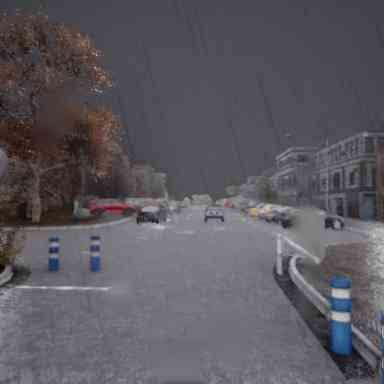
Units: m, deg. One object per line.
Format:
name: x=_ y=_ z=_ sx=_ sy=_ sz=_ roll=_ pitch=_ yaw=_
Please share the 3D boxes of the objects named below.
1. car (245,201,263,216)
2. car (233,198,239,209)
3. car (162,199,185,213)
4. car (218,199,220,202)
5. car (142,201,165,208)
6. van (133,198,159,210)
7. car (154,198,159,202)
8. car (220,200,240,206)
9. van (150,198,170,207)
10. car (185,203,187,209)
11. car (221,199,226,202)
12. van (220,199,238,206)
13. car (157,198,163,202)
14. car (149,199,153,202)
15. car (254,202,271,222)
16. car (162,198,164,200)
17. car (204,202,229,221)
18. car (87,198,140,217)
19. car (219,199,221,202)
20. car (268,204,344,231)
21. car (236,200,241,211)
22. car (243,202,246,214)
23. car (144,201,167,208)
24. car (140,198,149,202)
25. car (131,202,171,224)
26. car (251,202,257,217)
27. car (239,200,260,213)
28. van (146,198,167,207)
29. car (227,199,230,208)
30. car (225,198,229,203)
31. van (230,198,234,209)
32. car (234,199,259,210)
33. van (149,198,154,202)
car: x=8.679 y=2.009 z=34.624 sx=5.366 sy=1.575 sz=1.946 roll=1 pitch=-1 yaw=-18
car: x=9.020 y=2.125 z=49.229 sx=4.553 sy=1.767 sz=2.185 roll=1 pitch=-1 yaw=-18
car: x=-2.591 y=2.172 z=46.926 sx=2.128 sy=1.511 sz=4.902 roll=0 pitch=-1 yaw=2
car: x=10.414 y=2.994 z=87.382 sx=5.366 sy=1.575 sz=1.946 roll=1 pitch=-2 yaw=-18
car: x=-8.143 y=2.606 z=70.416 sx=4.674 sy=1.452 sz=2.002 roll=0 pitch=-1 yaw=-18
van: x=-8.543 y=2.171 z=61.554 sx=4.442 sy=1.987 sz=1.878 roll=0 pitch=-1 yaw=-18
car: x=-8.616 y=2.291 z=55.704 sx=4.892 sy=1.521 sz=2.231 roll=0 pitch=-1 yaw=-18
car: x=10.358 y=3.086 z=90.267 sx=4.792 sy=1.488 sz=2.163 roll=1 pitch=-2 yaw=-18
van: x=-7.743 y=2.522 z=79.286 sx=4.442 sy=1.987 sz=1.878 roll=0 pitch=-2 yaw=-18
car: x=-1.978 y=2.536 z=63.566 sx=1.994 sy=1.385 sz=4.181 roll=0 pitch=-1 yaw=2
car: x=9.691 y=2.374 z=69.758 sx=5.566 sy=2.045 sz=2.435 roll=1 pitch=-1 yaw=-18
van: x=10.317 y=2.890 z=93.152 sx=4.442 sy=1.987 sz=1.878 roll=1 pitch=-1 yaw=-18
car: x=-8.352 y=2.339 z=58.706 sx=5.366 sy=1.575 sz=1.946 roll=0 pitch=-1 yaw=-18
car: x=-8.845 y=2.219 z=49.809 sx=4.792 sy=1.488 sz=2.163 roll=0 pitch=-1 yaw=-18
car: x=8.320 y=1.913 z=28.697 sx=4.892 sy=1.521 sz=2.231 roll=1 pitch=-1 yaw=-18
car: x=-8.330 y=2.491 z=64.527 sx=4.674 sy=1.452 sz=2.002 roll=0 pitch=-1 yaw=-18
car: x=2.097 y=2.006 z=32.244 sx=2.033 sy=1.411 sz=5.357 roll=0 pitch=-1 yaw=2
car: x=-9.180 y=1.744 z=38.067 sx=5.566 sy=2.045 sz=2.435 roll=0 pitch=-1 yaw=-18
car: x=10.221 y=2.868 z=81.525 sx=5.366 sy=1.575 sz=1.946 roll=1 pitch=-2 yaw=-18
car: x=8.118 y=1.817 z=22.838 sx=4.892 sy=1.521 sz=2.231 roll=1 pitch=-1 yaw=-18
car: x=8.766 y=2.181 z=43.346 sx=4.792 sy=1.488 sz=2.163 roll=1 pitch=-1 yaw=-18
car: x=8.604 y=2.096 z=37.492 sx=4.674 sy=1.452 sz=2.002 roll=1 pitch=-1 yaw=-18
car: x=-8.049 y=2.665 z=73.360 sx=4.674 sy=1.452 sz=2.002 roll=0 pitch=-2 yaw=-18
car: x=-8.887 y=2.014 z=46.889 sx=4.553 sy=1.767 sz=2.185 roll=0 pitch=-1 yaw=-18
car: x=-3.367 y=1.851 z=28.294 sx=1.882 sy=1.535 sz=5.008 roll=0 pitch=-1 yaw=5
car: x=8.411 y=2.000 z=31.628 sx=4.674 sy=1.452 sz=2.002 roll=1 pitch=-1 yaw=-18
car: x=8.708 y=2.105 z=40.421 sx=4.892 sy=1.521 sz=2.231 roll=1 pitch=-1 yaw=-18
van: x=-8.059 y=2.461 z=76.263 sx=4.442 sy=1.987 sz=1.878 roll=0 pitch=-1 yaw=-18
car: x=9.269 y=2.402 z=58.017 sx=5.008 sy=1.535 sz=2.097 roll=1 pitch=-1 yaw=-18
car: x=9.440 y=2.383 z=63.875 sx=4.553 sy=1.767 sz=2.185 roll=1 pitch=-1 yaw=-18
van: x=9.074 y=2.121 z=55.048 sx=4.442 sy=1.987 sz=1.878 roll=1 pitch=-1 yaw=-18
car: x=8.897 y=2.202 z=46.290 sx=4.892 sy=1.521 sz=2.231 roll=1 pitch=-1 yaw=-18
van: x=-8.829 y=2.014 z=52.724 sx=4.442 sy=1.987 sz=1.878 roll=0 pitch=-1 yaw=-18
